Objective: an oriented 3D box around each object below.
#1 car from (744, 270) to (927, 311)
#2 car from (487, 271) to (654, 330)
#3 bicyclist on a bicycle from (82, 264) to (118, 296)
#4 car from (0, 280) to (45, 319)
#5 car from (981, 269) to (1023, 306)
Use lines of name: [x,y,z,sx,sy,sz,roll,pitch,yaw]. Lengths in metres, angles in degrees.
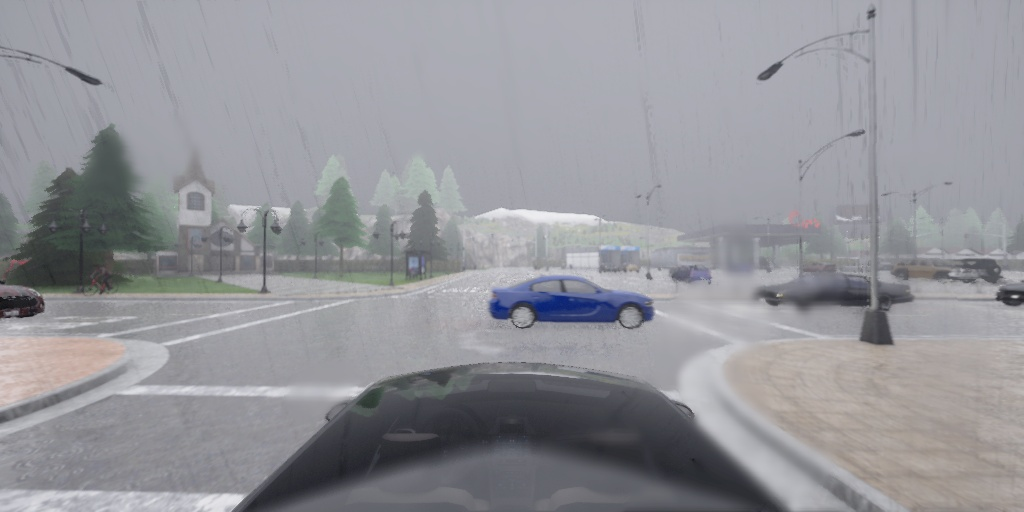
car: [12.900,1.432,14.587,5.357,1.411,2.033,0,-1,1]
car: [1.753,1.332,11.066,5.008,1.535,1.882,0,-1,1]
bicyclist on a bicycle: [-21.689,1.266,18.907,0.582,1.620,1.656,0,0,1]
car: [-18.031,1.221,11.367,4.553,1.767,2.097,0,-1,1]
car: [22.704,1.379,14.442,4.892,1.490,1.837,0,-1,1]
